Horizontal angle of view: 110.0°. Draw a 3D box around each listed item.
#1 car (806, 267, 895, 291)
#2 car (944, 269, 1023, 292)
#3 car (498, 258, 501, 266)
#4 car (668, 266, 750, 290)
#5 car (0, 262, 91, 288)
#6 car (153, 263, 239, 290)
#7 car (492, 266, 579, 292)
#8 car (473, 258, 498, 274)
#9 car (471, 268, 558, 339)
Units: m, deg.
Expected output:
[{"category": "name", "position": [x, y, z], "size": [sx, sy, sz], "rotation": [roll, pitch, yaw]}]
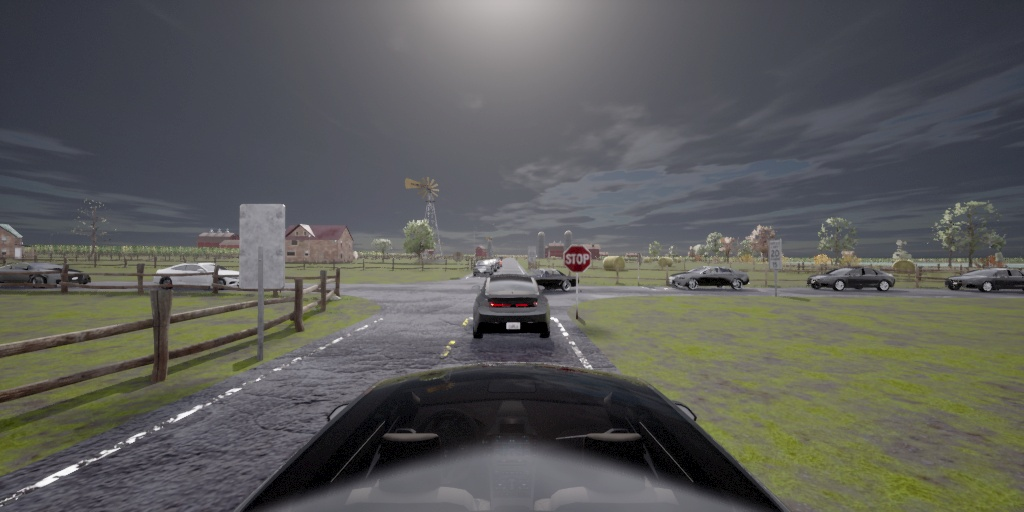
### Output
[{"category": "car", "position": [22.190, 1.499, 23.595], "size": [4.892, 1.490, 1.837], "rotation": [1, -1, -1]}, {"category": "car", "position": [31.692, 1.587, 23.720], "size": [4.892, 1.490, 1.837], "rotation": [1, -1, -1]}, {"category": "car", "position": [-2.872, 1.241, 46.270], "size": [2.128, 1.511, 4.902], "rotation": [0, 0, 0]}, {"category": "car", "position": [12.788, 1.396, 23.419], "size": [4.902, 1.511, 2.128], "rotation": [1, -1, -2]}, {"category": "car", "position": [-26.372, 1.048, 19.962], "size": [4.181, 1.385, 1.994], "rotation": [1, -1, -1]}, {"category": "car", "position": [-17.252, 1.104, 20.088], "size": [4.674, 1.442, 1.812], "rotation": [1, -1, -1]}, {"category": "car", "position": [1.491, 1.369, 20.186], "size": [4.718, 1.301, 1.895], "rotation": [1, 0, -35]}, {"category": "car", "position": [-2.875, 1.243, 36.825], "size": [2.128, 1.511, 4.902], "rotation": [0, 0, 0]}, {"category": "car", "position": [-0.078, 1.256, 10.139], "size": [1.837, 1.490, 4.892], "rotation": [0, 0, -2]}]
